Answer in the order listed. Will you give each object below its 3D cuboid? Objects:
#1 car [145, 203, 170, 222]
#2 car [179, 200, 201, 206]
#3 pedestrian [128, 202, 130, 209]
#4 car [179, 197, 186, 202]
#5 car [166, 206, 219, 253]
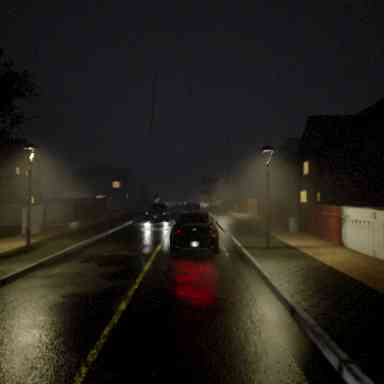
[{"bbox_3d":[-2.841,1.669,28.214,1.812,1.442,4.674,0,0,0],"label":"car"},{"bbox_3d":[0.090,1.702,29.922,2.033,1.411,5.357,0,0,0],"label":"car"},{"bbox_3d":[-9.928,1.746,52.438,0.375,1.860,0.375,0,-2,5],"label":"pedestrian"},{"bbox_3d":[-2.784,2.227,94.803,1.837,1.490,4.892,0,-1,0],"label":"car"},{"bbox_3d":[0.096,1.571,14.045,1.837,1.490,4.892,0,0,0],"label":"car"}]
